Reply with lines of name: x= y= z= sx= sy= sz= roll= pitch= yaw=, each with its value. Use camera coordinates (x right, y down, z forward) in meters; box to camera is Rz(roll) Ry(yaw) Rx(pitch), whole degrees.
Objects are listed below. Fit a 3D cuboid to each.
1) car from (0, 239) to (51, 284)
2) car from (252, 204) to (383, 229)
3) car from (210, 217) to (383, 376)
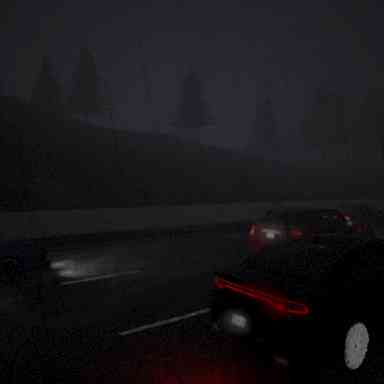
car: x=-6.325 y=1.553 z=7.840 sx=5.357 sy=1.411 sz=2.033 roll=-1 pitch=0 yaw=-35
car: x=4.013 y=1.271 z=10.898 sx=4.553 sy=1.767 sz=2.097 roll=-1 pitch=0 yaw=-36
car: x=2.596 y=1.433 z=5.589 sx=5.008 sy=1.535 sz=1.882 roll=-1 pitch=0 yaw=-36
